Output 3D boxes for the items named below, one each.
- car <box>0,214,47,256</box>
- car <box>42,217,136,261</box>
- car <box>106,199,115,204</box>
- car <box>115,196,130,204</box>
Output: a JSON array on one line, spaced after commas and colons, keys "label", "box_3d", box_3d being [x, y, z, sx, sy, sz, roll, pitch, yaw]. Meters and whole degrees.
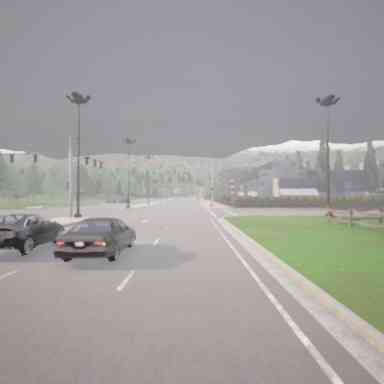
[{"label": "car", "box_3d": [-6.971, 1.645, 13.825, 2.128, 1.511, 4.902, 0, 0, 1]}, {"label": "car", "box_3d": [-3.483, 1.689, 12.834, 2.033, 1.411, 5.357, 0, -1, 0]}, {"label": "car", "box_3d": [-21.916, 2.522, 90.466, 2.033, 1.411, 5.357, 0, -1, 0]}, {"label": "car", "box_3d": [-18.416, 2.207, 90.414, 2.150, 2.045, 5.566, 0, -1, 0]}]
